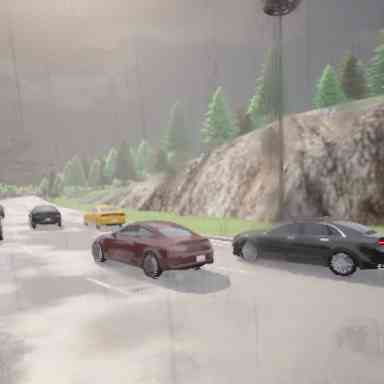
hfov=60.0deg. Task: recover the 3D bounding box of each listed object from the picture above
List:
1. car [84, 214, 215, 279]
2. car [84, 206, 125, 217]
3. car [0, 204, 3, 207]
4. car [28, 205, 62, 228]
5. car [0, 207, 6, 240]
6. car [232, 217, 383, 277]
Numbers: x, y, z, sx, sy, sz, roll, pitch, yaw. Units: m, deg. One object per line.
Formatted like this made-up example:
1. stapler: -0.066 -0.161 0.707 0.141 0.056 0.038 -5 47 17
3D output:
1. car: -1.361 1.613 10.407 1.812 1.442 4.674 0 -1 -44
2. car: -6.214 1.688 23.343 1.882 1.535 5.008 0 0 -31
3. car: -19.781 1.882 33.237 1.812 1.442 4.674 0 0 -29
4. car: -10.893 1.721 24.485 1.882 1.535 5.008 0 0 -30
5. car: -11.052 1.739 17.654 2.033 1.411 5.357 0 -1 -31
6. car: 3.555 1.565 10.519 4.892 1.490 1.837 -1 0 41
